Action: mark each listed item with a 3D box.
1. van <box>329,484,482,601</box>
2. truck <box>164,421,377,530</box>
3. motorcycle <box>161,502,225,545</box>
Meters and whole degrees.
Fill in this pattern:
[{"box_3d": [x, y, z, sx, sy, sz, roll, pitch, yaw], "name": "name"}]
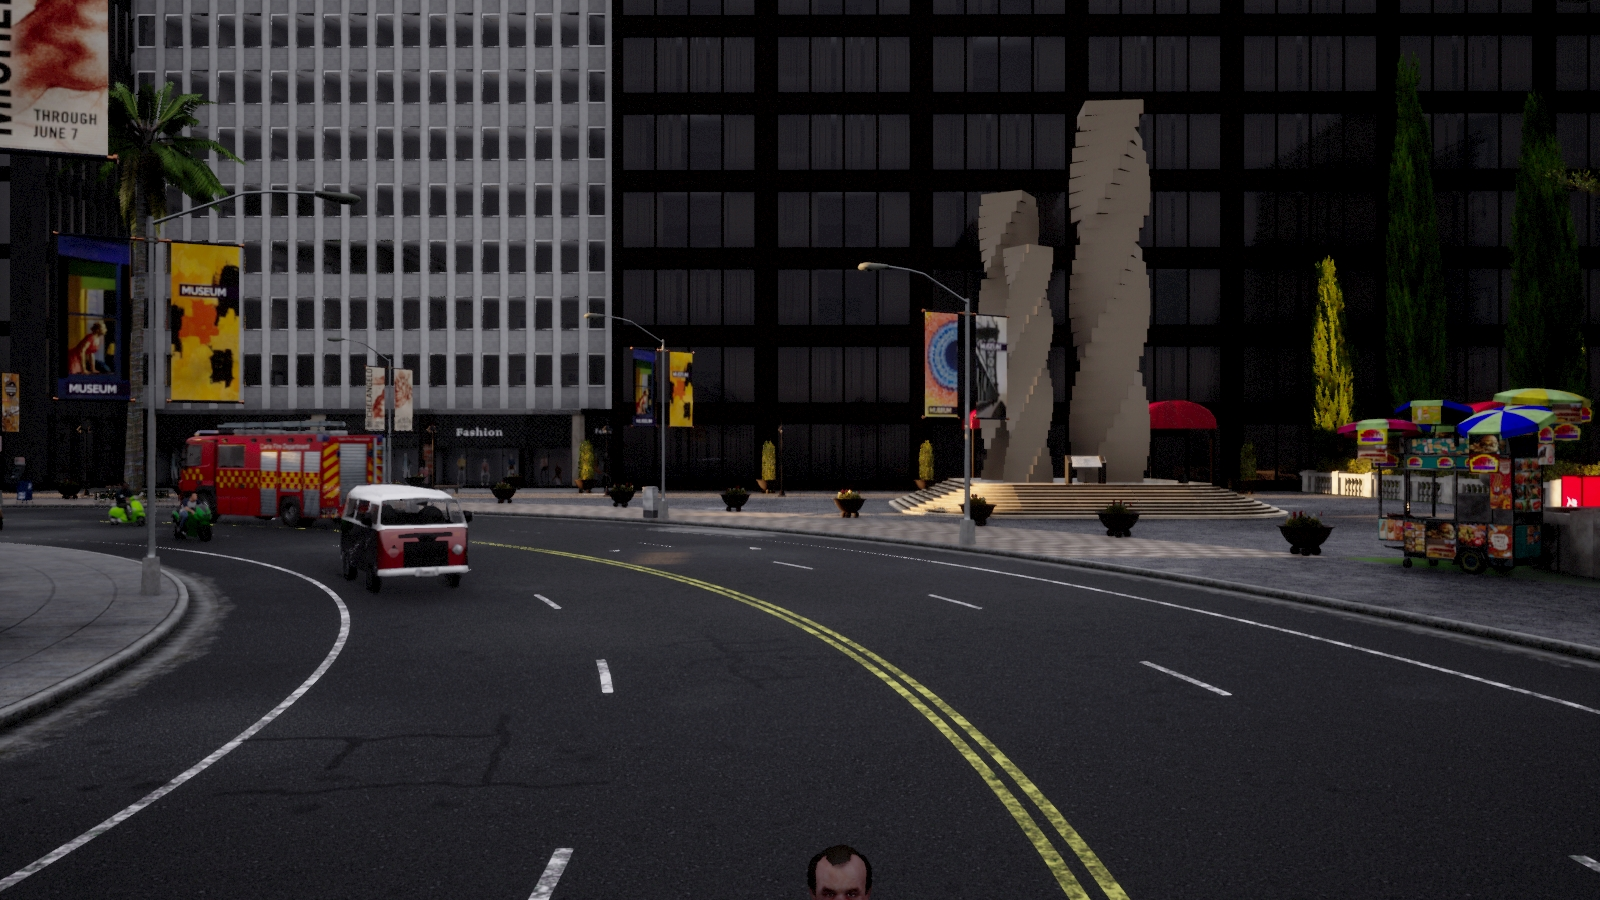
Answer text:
[{"box_3d": [-8.267, 1.782, 23.655, 2.069, 2.038, 4.480, 0, 0, -32], "name": "van"}, {"box_3d": [-20.219, 0.890, 43.480, 8.468, 3.827, 2.891, 0, 0, 29], "name": "truck"}, {"box_3d": [-18.435, 2.212, 34.678, 2.033, 1.145, 0.803, 0, 2, 33], "name": "motorcycle"}]
